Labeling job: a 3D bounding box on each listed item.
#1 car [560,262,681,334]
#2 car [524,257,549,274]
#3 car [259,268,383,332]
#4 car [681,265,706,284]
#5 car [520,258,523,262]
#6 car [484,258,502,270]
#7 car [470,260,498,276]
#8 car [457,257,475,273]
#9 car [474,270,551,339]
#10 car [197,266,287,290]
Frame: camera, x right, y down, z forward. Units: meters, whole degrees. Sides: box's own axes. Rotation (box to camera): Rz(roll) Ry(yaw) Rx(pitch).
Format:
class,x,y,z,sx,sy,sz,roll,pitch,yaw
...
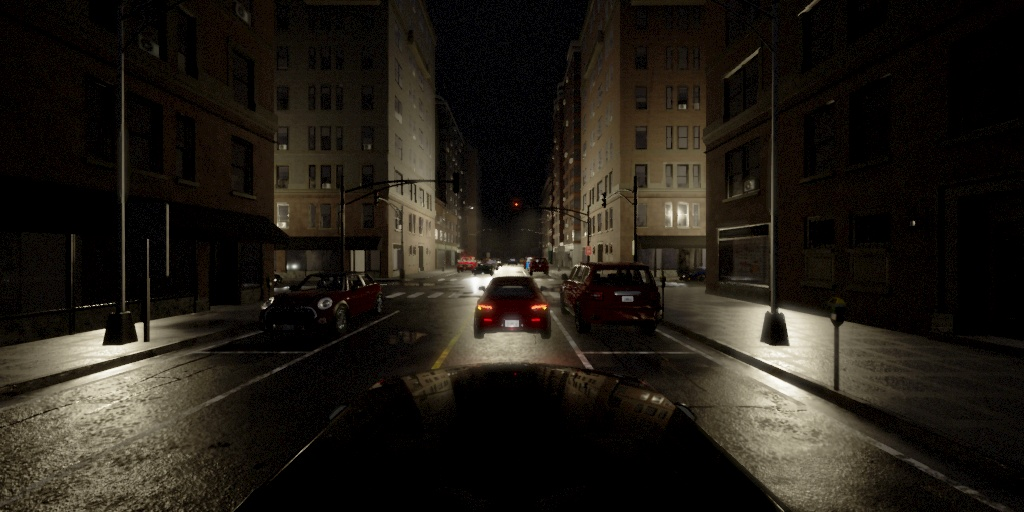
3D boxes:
class,x,y,z,sx,sy,sz,roll,pitch,yaw
car,2.652,1.064,10.591,2.192,1.841,5.009,0,0,0
car,2.767,1.062,37.647,2.192,1.841,5.009,0,0,0
car,-5.373,1.189,10.606,1.967,1.591,4.097,0,0,0
car,14.290,1.270,25.666,4.181,1.385,1.994,0,0,0
car,2.786,1.060,54.159,2.192,1.841,5.009,0,0,0
car,-2.761,1.293,49.144,2.033,1.411,5.357,0,0,0
car,-2.785,1.348,36.496,1.895,1.301,4.718,0,0,0
car,-5.341,1.062,43.166,2.192,1.841,5.009,0,0,0
car,0.022,1.275,9.947,1.812,1.442,4.674,0,0,1
car,-17.076,1.361,22.846,4.181,1.385,1.994,0,0,0
